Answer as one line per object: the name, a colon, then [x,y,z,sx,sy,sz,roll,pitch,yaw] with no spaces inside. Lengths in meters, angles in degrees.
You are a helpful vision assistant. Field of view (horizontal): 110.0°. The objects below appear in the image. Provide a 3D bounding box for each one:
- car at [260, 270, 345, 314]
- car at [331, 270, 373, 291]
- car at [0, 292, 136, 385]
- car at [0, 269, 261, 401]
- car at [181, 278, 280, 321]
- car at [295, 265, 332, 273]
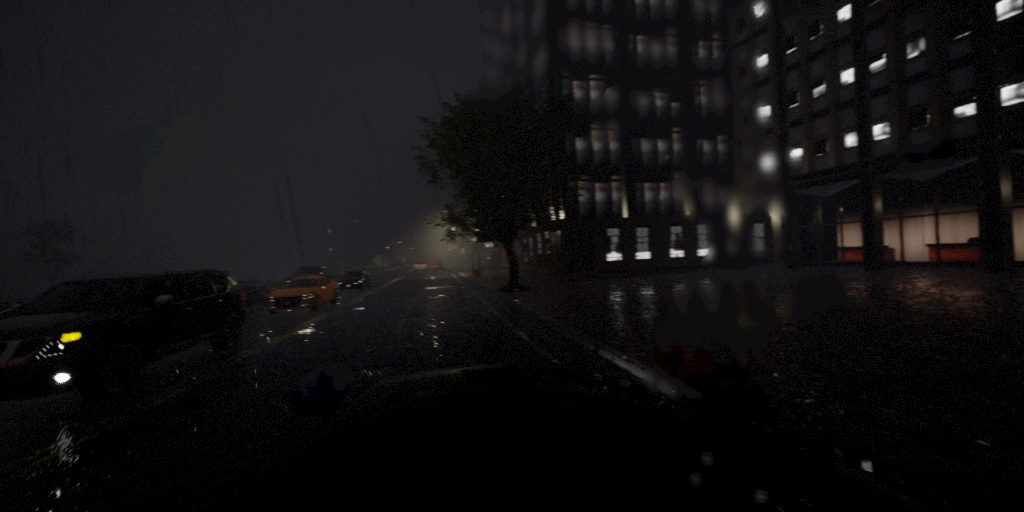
car: [-9.902,1.731,17.370,1.882,1.535,5.008,-3,0,-12]
car: [-12.017,1.874,27.576,1.837,1.490,4.892,-3,0,-12]
car: [-11.132,1.792,7.460,2.128,1.511,4.902,-3,0,-12]
car: [-7.809,1.359,7.365,2.150,2.045,5.566,-3,0,-12]
car: [-13.181,1.939,17.214,1.812,1.442,4.674,-3,0,-12]
car: [-15.347,1.755,27.598,2.150,2.045,5.566,-3,0,-11]
